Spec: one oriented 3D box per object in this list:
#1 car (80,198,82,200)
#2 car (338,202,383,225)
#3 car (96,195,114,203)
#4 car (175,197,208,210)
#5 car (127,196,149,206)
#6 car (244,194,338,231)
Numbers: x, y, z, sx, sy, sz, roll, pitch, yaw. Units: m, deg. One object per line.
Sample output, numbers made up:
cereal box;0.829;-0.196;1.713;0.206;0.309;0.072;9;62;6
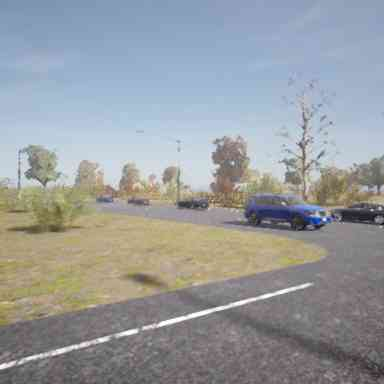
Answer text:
car;-18.492;1.309;52.717;1.994;1.385;4.181;0;0;-37
car;12.292;1.465;23.708;1.837;1.490;4.892;0;0;-37
car;-15.902;1.224;60.864;1.812;1.442;4.674;0;0;-37
car;-0.098;1.309;40.038;1.882;1.535;5.008;0;0;-37
car;-8.215;1.292;50.734;1.812;1.442;4.674;0;0;-37
car;5.728;1.162;20.783;2.150;2.045;5.566;0;0;-37
